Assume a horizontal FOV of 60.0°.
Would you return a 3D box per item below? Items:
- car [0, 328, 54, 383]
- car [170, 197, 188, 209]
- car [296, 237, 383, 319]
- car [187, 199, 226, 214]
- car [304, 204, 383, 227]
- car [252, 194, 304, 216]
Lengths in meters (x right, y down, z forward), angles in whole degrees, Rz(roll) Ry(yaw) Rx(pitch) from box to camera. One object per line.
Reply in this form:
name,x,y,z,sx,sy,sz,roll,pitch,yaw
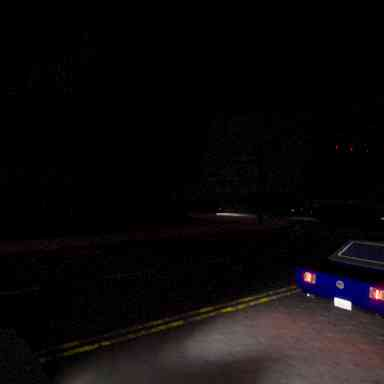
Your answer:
car,-3.115,1.601,1.530,4.718,1.301,1.895,0,0,-35
car,-1.319,1.504,46.075,1.837,1.490,4.892,0,0,-36
car,4.368,1.601,6.885,4.718,1.301,1.895,0,0,-35
car,1.764,1.563,35.748,1.994,1.385,4.181,0,0,-36
car,10.911,1.547,23.098,2.033,1.411,5.357,0,0,-36
car,8.356,1.221,32.609,2.150,2.045,5.566,0,0,-36
